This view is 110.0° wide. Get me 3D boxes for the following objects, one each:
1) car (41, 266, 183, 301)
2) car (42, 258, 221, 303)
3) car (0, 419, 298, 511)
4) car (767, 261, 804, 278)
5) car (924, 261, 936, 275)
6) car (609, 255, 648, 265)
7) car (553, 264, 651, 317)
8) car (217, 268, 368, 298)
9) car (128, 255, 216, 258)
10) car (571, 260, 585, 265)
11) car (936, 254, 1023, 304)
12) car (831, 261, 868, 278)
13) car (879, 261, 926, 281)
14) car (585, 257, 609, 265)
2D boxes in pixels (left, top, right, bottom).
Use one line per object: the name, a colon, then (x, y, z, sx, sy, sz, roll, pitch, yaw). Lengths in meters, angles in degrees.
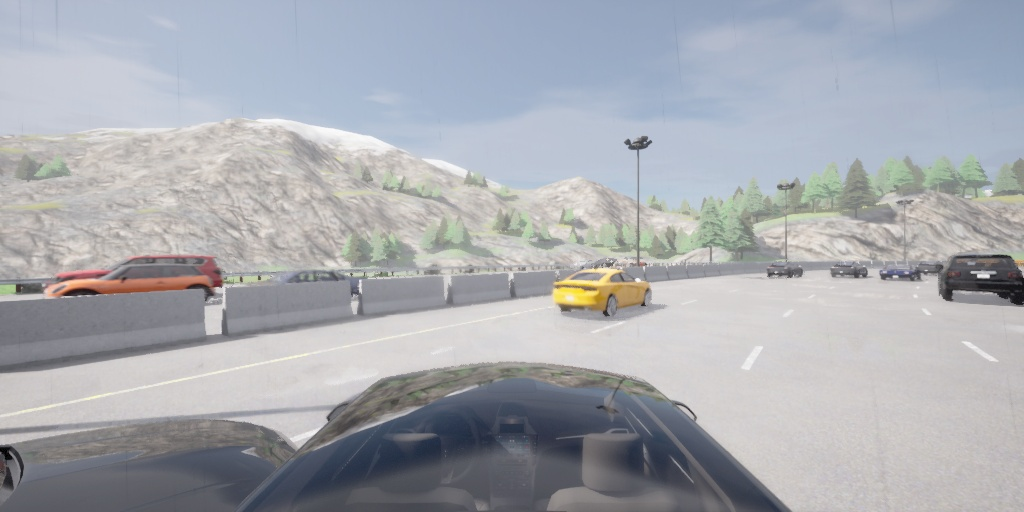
car: (-20.038, 1.276, 18.216, 1.812, 1.442, 4.674, 0, 0, 38)
car: (-14.522, 1.102, 13.889, 2.097, 1.767, 4.553, 0, 0, 38)
car: (-2.984, 1.255, 0.567, 4.892, 1.490, 1.837, 0, 0, -45)
car: (25.461, 1.242, 33.373, 4.902, 1.511, 2.128, 0, 0, -37)
car: (43.324, 1.242, 36.882, 4.902, 1.511, 2.128, 0, 0, -31)
car: (14.108, 0.720, 42.555, 4.553, 1.767, 2.097, 0, 0, -38)
car: (3.521, 1.228, 13.385, 1.882, 1.535, 5.008, 0, -1, 42)
car: (-8.890, 1.297, 15.386, 2.033, 1.411, 5.357, 0, 0, 40)
car: (-16.898, 0.971, 16.591, 2.150, 2.045, 5.566, 0, 0, 39)
car: (9.763, 1.193, 48.043, 4.674, 1.442, 1.812, 0, 0, -38)
car: (21.554, 0.966, 16.638, 5.566, 2.045, 2.150, 1, -1, -42)
car: (31.385, 1.242, 33.364, 4.902, 1.511, 2.128, 0, 0, -35)
car: (32.279, 1.351, 29.731, 4.718, 1.301, 1.895, 0, 0, -35)
car: (11.924, 0.865, 45.290, 4.892, 1.490, 1.837, 0, 0, -38)
